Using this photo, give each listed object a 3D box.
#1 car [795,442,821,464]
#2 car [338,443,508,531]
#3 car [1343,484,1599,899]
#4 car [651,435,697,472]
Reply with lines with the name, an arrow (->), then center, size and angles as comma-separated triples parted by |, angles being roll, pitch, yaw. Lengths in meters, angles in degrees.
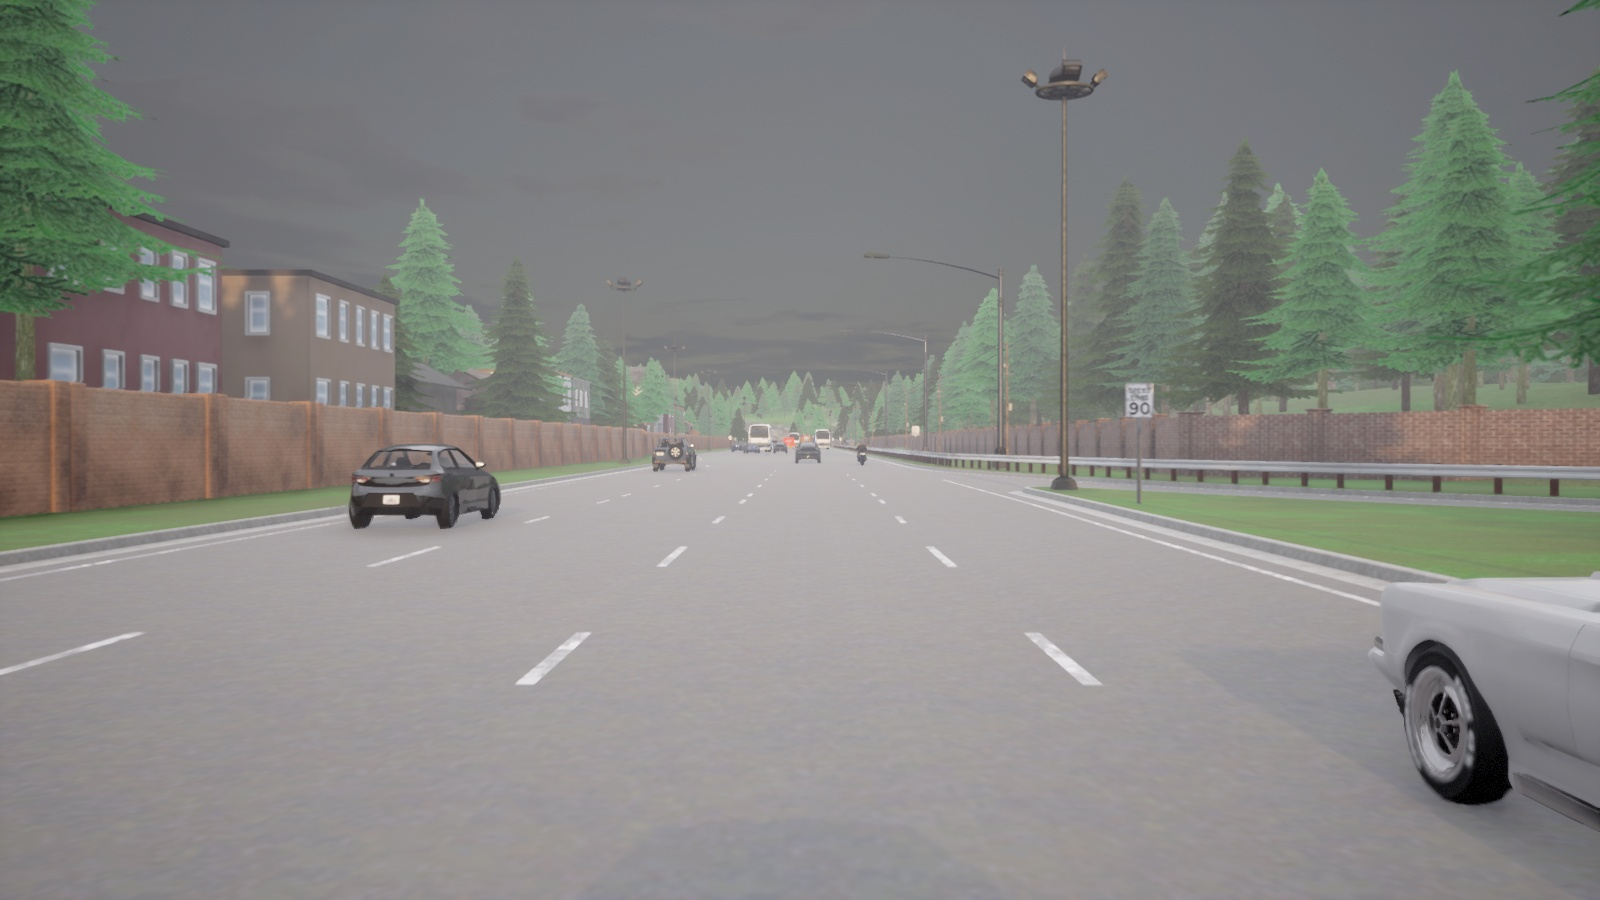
car -> 0.591, 0.185, 91.584 | 1.837, 1.490, 4.892 | 0, 1, 0
car -> -6.826, 0.611, 23.190 | 1.816, 1.474, 4.193 | 0, 0, 1
car -> 3.531, 0.827, 3.638 | 1.895, 1.301, 4.718 | 0, 0, 0
car -> -6.526, 0.151, 65.590 | 1.932, 1.855, 4.605 | 0, 0, 0
